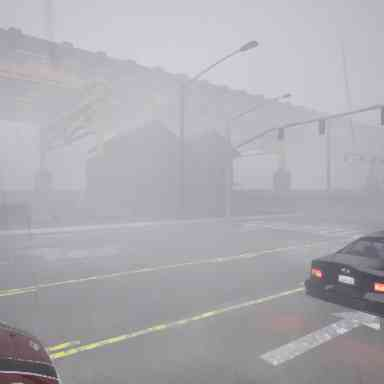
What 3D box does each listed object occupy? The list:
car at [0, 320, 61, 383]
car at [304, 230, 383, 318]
[{"bbox_3d":[-2.990,1.353,1.615,4.553,1.767,2.097,0,0,-36],"label":"car"},{"bbox_3d":[4.692,1.547,7.133,5.357,1.411,2.033,0,0,-35],"label":"car"}]
